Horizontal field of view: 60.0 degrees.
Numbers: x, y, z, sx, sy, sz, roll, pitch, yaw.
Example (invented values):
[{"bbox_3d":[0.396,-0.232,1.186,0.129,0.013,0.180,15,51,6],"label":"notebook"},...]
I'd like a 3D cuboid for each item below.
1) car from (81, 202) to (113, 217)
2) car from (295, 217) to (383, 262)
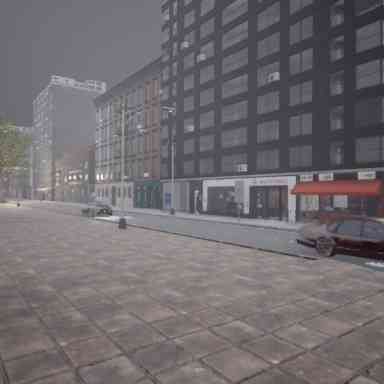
[{"bbox_3d":[-9.076,1.611,31.684,1.994,1.385,4.181,1,0,-36],"label":"car"},{"bbox_3d":[6.004,1.551,10.769,2.033,1.411,5.357,1,0,-36],"label":"car"}]
